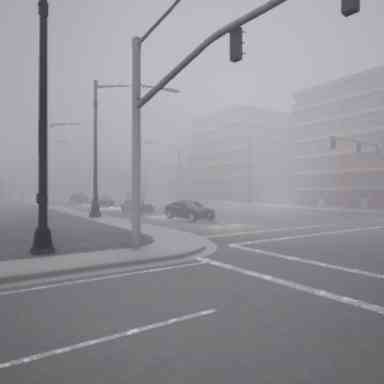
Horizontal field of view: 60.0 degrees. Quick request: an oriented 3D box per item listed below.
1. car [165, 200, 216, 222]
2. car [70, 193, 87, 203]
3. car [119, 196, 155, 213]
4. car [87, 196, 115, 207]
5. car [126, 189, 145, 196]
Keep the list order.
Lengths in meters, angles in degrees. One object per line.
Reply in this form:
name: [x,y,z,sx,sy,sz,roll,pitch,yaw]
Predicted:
car: [-0.188,1.366,25.318,1.882,1.535,5.008,0,1,-35]
car: [-16.843,0.888,49.779,2.128,1.511,4.902,0,1,-34]
car: [-5.469,1.353,33.024,1.895,1.301,4.718,0,1,-34]
car: [-11.106,1.141,41.303,1.994,1.385,4.181,0,1,-34]
car: [-11.346,0.467,66.680,2.150,2.045,5.566,0,1,-34]
